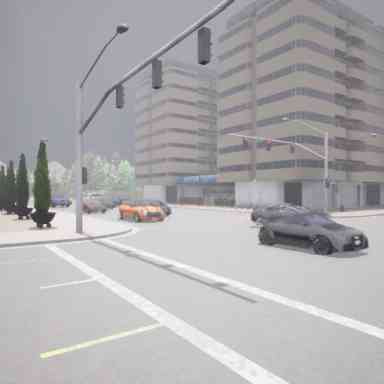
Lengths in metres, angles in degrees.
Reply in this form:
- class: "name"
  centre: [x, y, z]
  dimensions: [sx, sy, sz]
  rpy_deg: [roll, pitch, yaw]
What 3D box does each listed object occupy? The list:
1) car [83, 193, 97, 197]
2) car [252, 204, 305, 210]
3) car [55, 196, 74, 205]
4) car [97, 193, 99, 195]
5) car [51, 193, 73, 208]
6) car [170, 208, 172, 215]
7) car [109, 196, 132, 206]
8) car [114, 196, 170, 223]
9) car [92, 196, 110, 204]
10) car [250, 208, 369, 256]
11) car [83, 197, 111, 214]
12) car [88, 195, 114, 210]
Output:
- class: "car"
  centre: [-17.660, 1.221, 57.903]
  dimensions: [2.150, 2.045, 5.566]
  rpy_deg: [0, 0, -34]
- class: "car"
  centre: [5.972, 1.492, 20.425]
  dimensions: [4.902, 1.511, 2.128]
  rpy_deg: [0, 0, 36]
- class: "car"
  centre: [-22.531, 1.481, 58.608]
  dimensions: [1.882, 1.535, 5.008]
  rpy_deg: [0, 0, -35]
- class: "car"
  centre: [-12.116, 1.352, 49.930]
  dimensions: [2.097, 1.767, 4.553]
  rpy_deg: [0, 0, -35]
- class: "car"
  centre: [-19.034, 1.223, 47.309]
  dimensions: [2.150, 2.045, 5.566]
  rpy_deg: [0, 0, -35]
- class: "car"
  centre: [-3.706, 1.504, 31.335]
  dimensions: [1.837, 1.490, 4.892]
  rpy_deg: [0, 0, -35]
- class: "car"
  centre: [-12.167, 1.491, 56.138]
  dimensions: [2.128, 1.511, 4.902]
  rpy_deg: [0, 0, -35]
- class: "car"
  centre: [-3.941, 1.352, 25.540]
  dimensions: [2.097, 1.767, 4.553]
  rpy_deg: [0, 0, -35]
- class: "car"
  centre: [-17.475, 1.505, 63.776]
  dimensions: [1.837, 1.490, 4.892]
  rpy_deg: [0, 0, -33]
- class: "car"
  centre: [4.625, 1.564, 13.206]
  dimensions: [1.994, 1.385, 4.181]
  rpy_deg: [0, 0, -35]
- class: "car"
  centre: [-10.531, 1.526, 35.032]
  dimensions: [1.812, 1.442, 4.674]
  rpy_deg: [0, 0, -35]
- class: "car"
  centre: [-11.338, 1.506, 42.329]
  dimensions: [1.837, 1.490, 4.892]
  rpy_deg: [0, 0, -35]
